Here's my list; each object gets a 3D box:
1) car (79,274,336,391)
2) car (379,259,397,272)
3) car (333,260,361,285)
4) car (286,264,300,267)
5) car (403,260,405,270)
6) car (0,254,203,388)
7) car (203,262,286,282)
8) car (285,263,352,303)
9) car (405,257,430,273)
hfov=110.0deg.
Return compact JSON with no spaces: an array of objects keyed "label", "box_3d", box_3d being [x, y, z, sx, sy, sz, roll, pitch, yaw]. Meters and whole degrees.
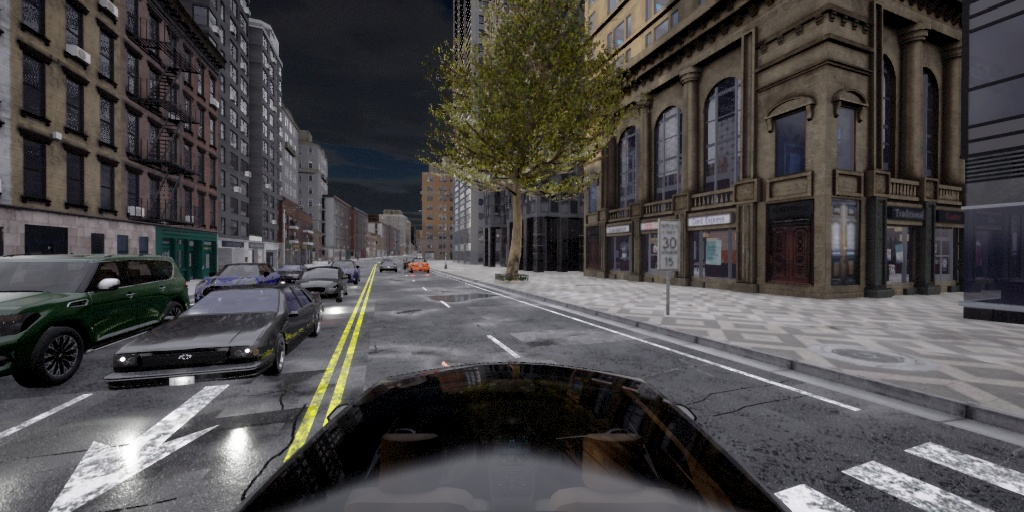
[{"label":"car","box_3d":[-5.265,1.295,7.379,2.033,1.411,5.357,0,0,-18]},{"label":"car","box_3d":[-14.874,1.226,43.146,1.994,1.385,4.181,0,0,-20]},{"label":"car","box_3d":[-12.021,1.073,25.558,2.097,1.767,4.553,0,0,-20]},{"label":"car","box_3d":[-15.234,1.267,24.867,2.033,1.411,5.357,0,0,-21]},{"label":"car","box_3d":[-14.394,0.983,51.071,2.097,1.767,4.553,0,0,-20]},{"label":"car","box_3d":[-8.565,0.969,6.834,2.150,2.045,5.566,0,0,-20]},{"label":"car","box_3d":[-11.937,1.090,15.940,2.097,1.767,4.553,0,0,-20]},{"label":"car","box_3d":[-8.678,1.244,16.503,1.837,1.490,4.892,0,0,-20]},{"label":"car","box_3d":[-10.860,1.026,41.613,2.097,1.767,4.553,0,0,-20]}]
